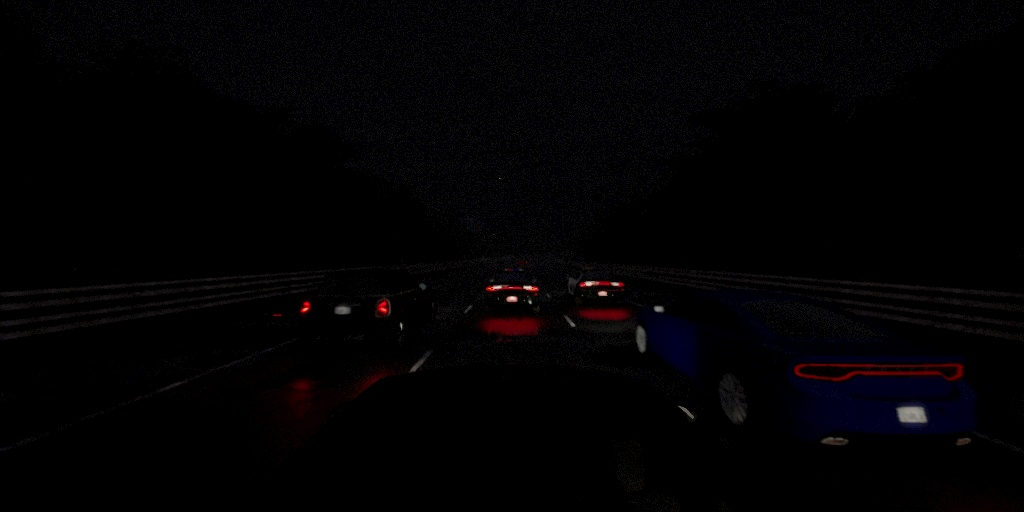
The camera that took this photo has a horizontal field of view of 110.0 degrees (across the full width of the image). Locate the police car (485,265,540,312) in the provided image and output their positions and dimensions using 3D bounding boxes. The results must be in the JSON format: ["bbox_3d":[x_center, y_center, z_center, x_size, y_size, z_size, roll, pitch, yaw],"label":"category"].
[{"bbox_3d":[0.053,1.300,14.510,2.038,1.542,4.974,0,0,1],"label":"police car"}]

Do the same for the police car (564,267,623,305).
[{"bbox_3d":[3.598,1.314,16.538,2.038,1.542,4.974,0,0,1],"label":"police car"}]

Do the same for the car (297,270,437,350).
[{"bbox_3d":[-3.380,1.126,9.316,2.097,1.767,4.553,0,0,0],"label":"car"}]

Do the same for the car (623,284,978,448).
[{"bbox_3d":[3.506,1.246,5.612,1.882,1.535,5.008,0,0,0],"label":"car"}]
